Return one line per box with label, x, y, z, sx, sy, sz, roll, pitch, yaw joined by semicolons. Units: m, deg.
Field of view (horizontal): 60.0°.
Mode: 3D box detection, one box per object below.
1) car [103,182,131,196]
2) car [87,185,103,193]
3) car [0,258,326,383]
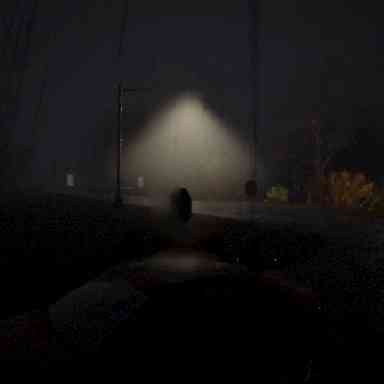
car;-11.378;-0.480;51.440;2.150;2.045;5.566;0;2;-35
car;-17.402;-0.558;59.920;1.882;1.535;5.008;0;2;-35
car;-0.459;1.530;3.540;4.674;1.442;1.812;0;0;-35
